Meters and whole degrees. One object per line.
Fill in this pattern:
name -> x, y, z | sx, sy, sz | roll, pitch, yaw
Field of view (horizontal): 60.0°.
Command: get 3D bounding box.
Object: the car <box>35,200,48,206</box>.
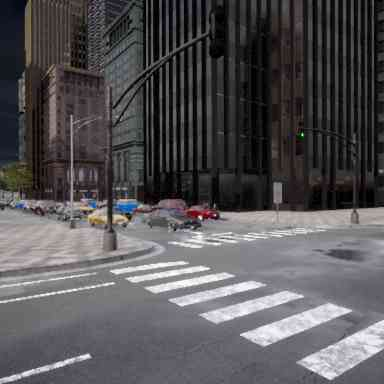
car -> -37.786, 2.712, 83.418 | 2.008, 1.369, 4.403 | -1, 0, -35

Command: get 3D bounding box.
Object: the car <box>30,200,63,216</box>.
car -> -17.679, 1.902, 40.480 | 2.192, 1.841, 5.009 | -1, 0, -35

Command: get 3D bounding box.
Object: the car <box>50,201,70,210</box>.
car -> -23.051, 2.342, 57.981 | 2.033, 1.411, 5.357 | 0, -1, -35

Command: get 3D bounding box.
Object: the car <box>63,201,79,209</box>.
car -> -22.697, 2.409, 62.230 | 1.802, 1.307, 4.206 | -1, 0, -35

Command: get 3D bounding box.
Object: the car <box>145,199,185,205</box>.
car -> -2.336, 1.670, 33.646 | 2.192, 1.841, 5.009 | -1, 0, -35

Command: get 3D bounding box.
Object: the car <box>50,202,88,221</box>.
car -> -12.005, 2.005, 32.520 | 2.008, 1.369, 4.403 | -1, 0, -35

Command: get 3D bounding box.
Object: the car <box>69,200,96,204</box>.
car -> -12.753, 1.989, 38.193 | 1.882, 1.535, 5.008 | 0, -1, -35

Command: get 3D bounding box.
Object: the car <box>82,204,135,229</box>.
car -> -6.239, 1.844, 24.422 | 1.752, 1.417, 4.829 | -1, 0, -35

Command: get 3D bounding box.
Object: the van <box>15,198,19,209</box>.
van -> -26.181, 2.124, 52.419 | 1.690, 1.788, 3.998 | -1, 0, -35

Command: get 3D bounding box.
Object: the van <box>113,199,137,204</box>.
van -> -8.228, 1.834, 41.940 | 1.690, 1.788, 3.998 | -1, 0, -35

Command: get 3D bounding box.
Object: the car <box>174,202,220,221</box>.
car -> 0.615, 1.830, 29.499 | 1.887, 1.381, 4.507 | -1, 0, -35

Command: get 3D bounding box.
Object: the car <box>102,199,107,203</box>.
car -> -11.175, 1.877, 46.087 | 2.192, 1.841, 5.009 | -1, 0, -35

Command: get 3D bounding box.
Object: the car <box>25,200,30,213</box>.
car -> -20.508, 2.197, 44.460 | 1.887, 1.381, 4.507 | -1, 0, -35

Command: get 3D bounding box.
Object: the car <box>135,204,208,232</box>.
car -> -1.528, 1.795, 22.414 | 2.033, 1.411, 5.357 | 0, -1, -36

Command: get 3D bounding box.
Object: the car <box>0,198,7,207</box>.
car -> -41.307, 2.668, 73.665 | 1.887, 1.381, 4.507 | -1, 0, -35

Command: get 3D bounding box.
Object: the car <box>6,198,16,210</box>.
car -> -31.951, 2.355, 60.524 | 1.967, 1.590, 4.097 | -1, 0, -35

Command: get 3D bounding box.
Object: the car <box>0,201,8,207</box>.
car -> -44.425, 2.772, 78.045 | 1.802, 1.307, 4.206 | -1, 0, -35

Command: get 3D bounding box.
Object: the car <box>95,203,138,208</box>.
car -> -7.091, 1.980, 30.224 | 1.895, 1.301, 4.718 | 0, -1, -36

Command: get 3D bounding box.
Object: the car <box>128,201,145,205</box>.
car -> -5.276, 2.006, 37.793 | 1.802, 1.307, 4.206 | -1, 0, -35

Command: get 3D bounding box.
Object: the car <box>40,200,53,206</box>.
car -> -34.768, 2.662, 79.181 | 1.947, 1.339, 4.313 | -1, 0, -35

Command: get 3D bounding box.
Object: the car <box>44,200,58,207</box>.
car -> -31.750, 2.597, 74.943 | 1.947, 1.339, 4.313 | -1, 0, -35

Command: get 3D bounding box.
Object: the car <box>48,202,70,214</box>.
car -> -18.598, 2.174, 46.462 | 1.812, 1.442, 4.674 | 0, -1, -35

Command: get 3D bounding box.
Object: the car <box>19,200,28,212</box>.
car -> -23.344, 2.158, 48.439 | 1.967, 1.590, 4.097 | -1, 0, -35
